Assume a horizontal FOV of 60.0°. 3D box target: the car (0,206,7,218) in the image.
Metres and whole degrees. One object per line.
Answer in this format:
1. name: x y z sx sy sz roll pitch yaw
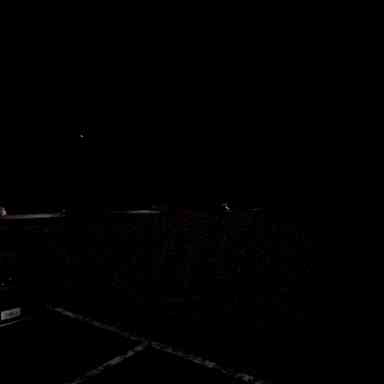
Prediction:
1. car: -19.886 1.817 31.039 1.812 1.442 4.674 0 -1 36

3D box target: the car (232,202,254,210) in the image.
1. car: 9.664 2.623 60.535 1.994 1.385 4.181 0 -1 36

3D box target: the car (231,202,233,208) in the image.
1. car: 7.034 2.558 62.446 2.128 1.511 4.902 0 -1 36

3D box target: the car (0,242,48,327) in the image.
1. car: -4.419 1.551 6.159 4.403 1.369 2.008 0 0 36

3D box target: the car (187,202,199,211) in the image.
1. car: 1.148 2.365 54.255 2.128 1.511 4.902 0 -1 37

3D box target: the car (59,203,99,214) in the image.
1. car: -14.770 2.146 43.648 1.895 1.301 4.718 0 -1 36

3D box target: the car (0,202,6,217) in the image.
1. car: -21.914 1.822 33.810 1.837 1.490 4.892 0 -1 36

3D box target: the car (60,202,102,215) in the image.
1. car: -13.248 1.995 40.209 2.128 1.511 4.902 0 -1 36

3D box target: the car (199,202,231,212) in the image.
1. car: 3.623 2.367 52.129 1.837 1.490 4.892 0 -1 36

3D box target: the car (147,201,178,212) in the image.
1. car: -4.847 2.252 51.743 1.882 1.535 5.008 0 -1 36
